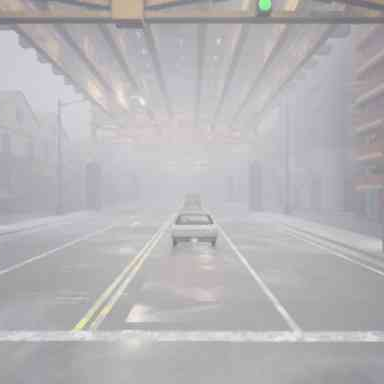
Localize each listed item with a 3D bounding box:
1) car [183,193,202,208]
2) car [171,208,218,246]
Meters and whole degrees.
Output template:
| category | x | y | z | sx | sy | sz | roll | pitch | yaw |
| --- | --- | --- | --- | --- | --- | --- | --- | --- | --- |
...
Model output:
| category | x | y | z | sx | sy | sz | roll | pitch | yaw |
| --- | --- | --- | --- | --- | --- | --- | --- | --- | --- |
| car | 0.089 | 1.184 | 43.182 | 2.150 | 2.045 | 5.566 | 0 | 1 | 0 |
| car | 0.097 | 1.610 | 15.315 | 1.895 | 1.301 | 4.718 | 0 | 0 | 0 |
